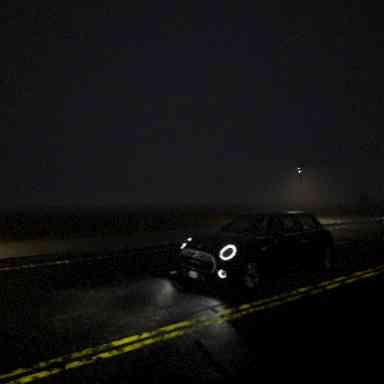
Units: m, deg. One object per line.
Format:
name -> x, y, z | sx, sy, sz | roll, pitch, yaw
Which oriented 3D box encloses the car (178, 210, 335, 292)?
car -> 1.846, 1.327, 9.040 | 4.553, 1.767, 2.097 | 0, 0, -36
